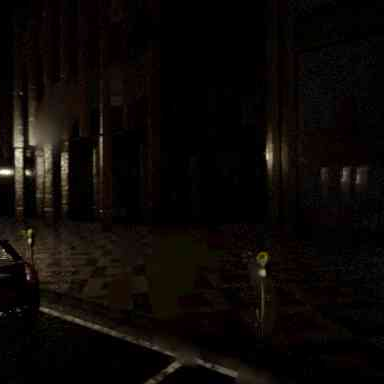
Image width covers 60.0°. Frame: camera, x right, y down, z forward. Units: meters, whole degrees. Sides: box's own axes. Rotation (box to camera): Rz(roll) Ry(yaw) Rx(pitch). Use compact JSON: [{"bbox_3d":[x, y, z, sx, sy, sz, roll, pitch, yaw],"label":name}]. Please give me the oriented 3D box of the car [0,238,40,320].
[{"bbox_3d":[-4.729,1.490,6.217,4.097,1.590,1.967,-1,0,35],"label":"car"}]
